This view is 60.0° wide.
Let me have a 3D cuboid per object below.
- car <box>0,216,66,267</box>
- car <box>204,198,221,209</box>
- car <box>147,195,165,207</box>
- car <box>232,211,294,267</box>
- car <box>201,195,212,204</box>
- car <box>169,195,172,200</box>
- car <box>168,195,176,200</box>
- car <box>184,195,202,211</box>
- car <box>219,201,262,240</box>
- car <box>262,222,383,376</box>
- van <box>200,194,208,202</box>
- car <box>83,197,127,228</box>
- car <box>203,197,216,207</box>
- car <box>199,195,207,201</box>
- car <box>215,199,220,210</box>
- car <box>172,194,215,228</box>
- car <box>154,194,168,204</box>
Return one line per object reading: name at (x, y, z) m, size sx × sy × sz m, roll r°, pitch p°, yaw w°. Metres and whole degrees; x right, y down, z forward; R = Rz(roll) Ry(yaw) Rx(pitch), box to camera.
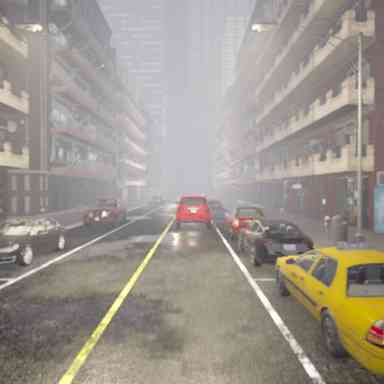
car at (-5.703, 1.549, 11.263) m, size 2.008 × 1.369 × 4.403 m, roll -1°, pitch 0°, yaw 0°
car at (2.665, 1.534, 44.851) m, size 2.008 × 1.369 × 4.403 m, roll -1°, pitch 0°, yaw 0°
car at (-5.717, 1.537, 50.478) m, size 2.008 × 1.369 × 4.403 m, roll -1°, pitch 0°, yaw 0°
car at (2.678, 1.560, 11.238) m, size 1.947 × 1.339 × 4.313 m, roll -1°, pitch 0°, yaw 0°
car at (2.658, 1.419, 61.657) m, size 1.967 × 1.590 × 4.097 m, roll -1°, pitch 0°, yaw 0°
car at (-5.731, 1.544, 89.691) m, size 1.947 × 1.339 × 4.313 m, roll -1°, pitch 0°, yaw 0°
car at (-5.734, 1.522, 95.294) m, size 1.887 × 1.381 × 4.507 m, roll -1°, pitch 0°, yaw 0°
car at (0.087, 1.337, 40.946) m, size 2.097 × 1.767 × 4.553 m, roll 0°, pitch 0°, yaw 0°
car at (2.674, 1.432, 16.840) m, size 1.967 × 1.590 × 4.097 m, roll -1°, pitch 0°, yaw 0°
car at (2.679, 1.522, 5.806) m, size 1.752 × 1.417 × 4.829 m, roll -1°, pitch 0°, yaw 0°
van at (2.652, 1.317, 72.860) m, size 1.690 × 1.788 × 3.998 m, roll -1°, pitch 0°, yaw 0°
car at (-5.710, 1.310, 22.468) m, size 2.192 × 1.841 × 5.009 m, roll -1°, pitch 0°, yaw 0°
car at (2.663, 1.507, 50.622) m, size 1.752 × 1.417 × 4.829 m, roll -1°, pitch 0°, yaw 0°
car at (2.651, 1.519, 84.064) m, size 1.887 × 1.381 × 4.507 m, roll -1°, pitch 0°, yaw 0°
car at (2.668, 1.551, 39.248) m, size 1.947 × 1.339 × 4.313 m, roll -1°, pitch 0°, yaw 0°
car at (0.094, 1.212, 21.978) m, size 2.150 × 2.045 × 5.566 m, roll 0°, pitch 0°, yaw 0°
car at (-5.722, 1.299, 56.080) m, size 2.192 × 1.841 × 5.009 m, roll -1°, pitch 0°, yaw 0°
